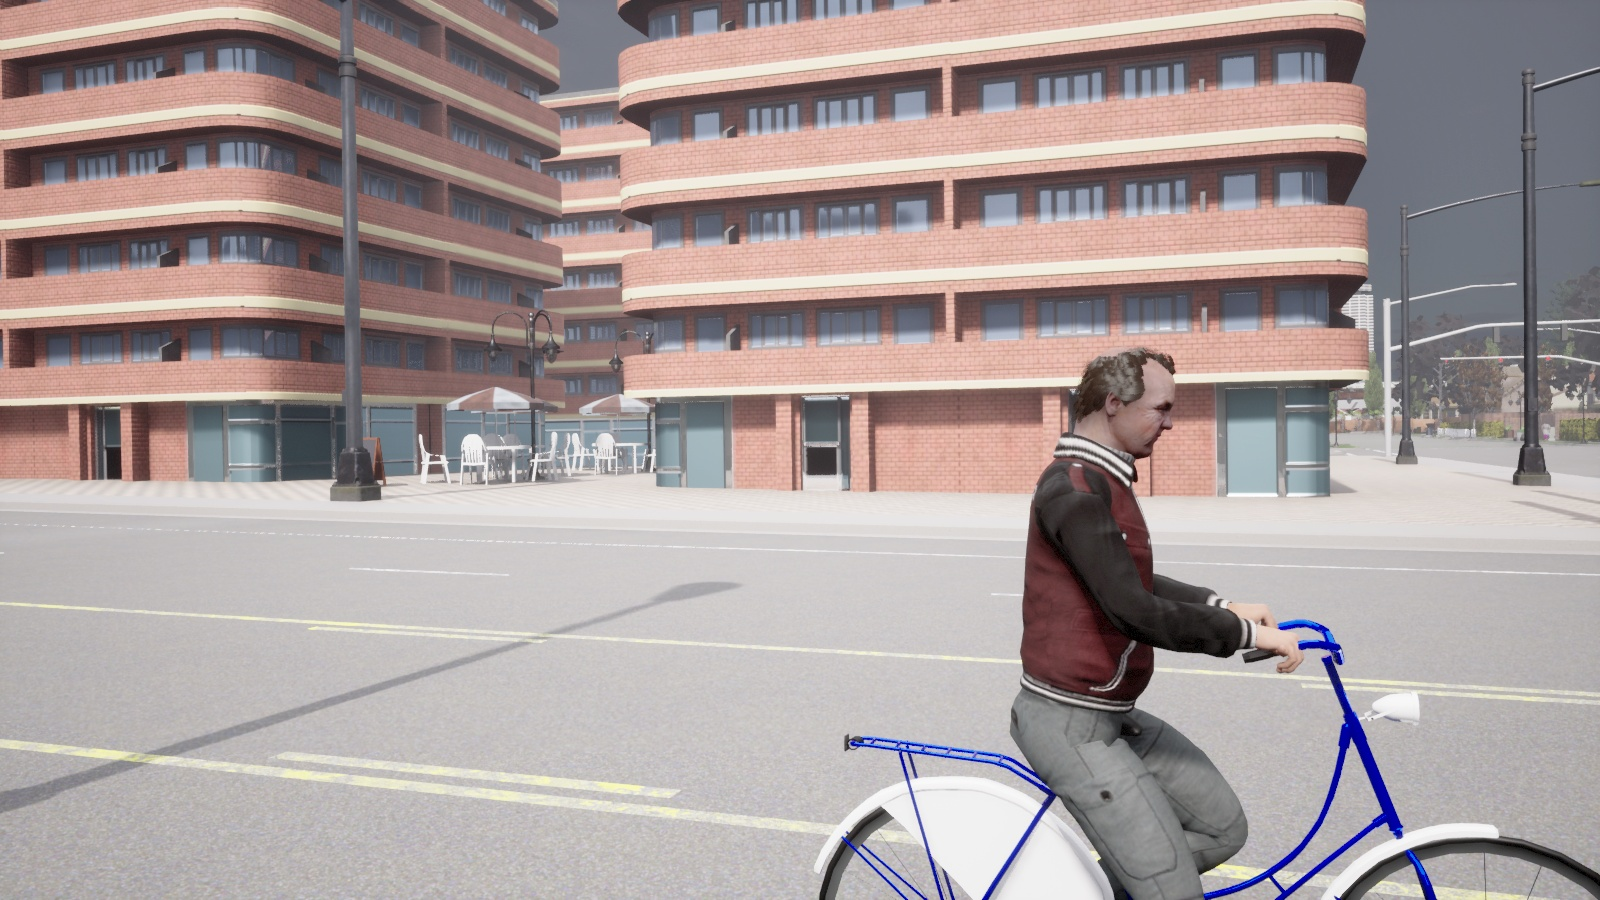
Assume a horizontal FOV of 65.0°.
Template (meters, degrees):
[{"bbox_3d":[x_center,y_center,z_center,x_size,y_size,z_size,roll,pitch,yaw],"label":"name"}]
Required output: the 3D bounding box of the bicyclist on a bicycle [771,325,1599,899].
[{"bbox_3d":[0.913,0.654,2.814,1.843,1.776,0.659,0,1,18],"label":"bicyclist on a bicycle"}]
